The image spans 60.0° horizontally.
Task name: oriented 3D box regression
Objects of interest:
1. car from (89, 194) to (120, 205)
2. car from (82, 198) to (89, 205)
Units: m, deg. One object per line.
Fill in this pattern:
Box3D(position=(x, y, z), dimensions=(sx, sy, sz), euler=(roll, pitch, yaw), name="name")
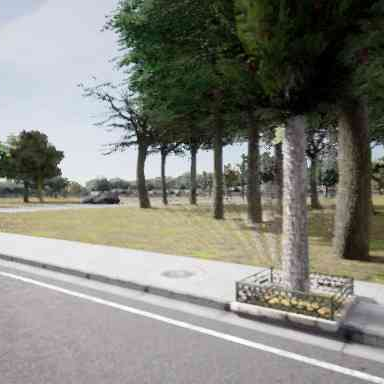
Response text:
Box3D(position=(-16.700, 1.471, 65.333), dimensions=(2.150, 2.045, 5.566), euler=(-1, 0, 35), name="car")
Box3D(position=(-19.376, 1.514, 67.170), dimensions=(2.150, 2.045, 5.566), euler=(-1, 0, 35), name="car")
